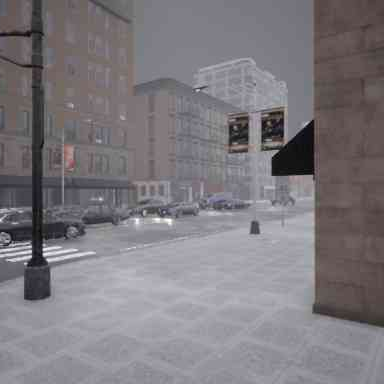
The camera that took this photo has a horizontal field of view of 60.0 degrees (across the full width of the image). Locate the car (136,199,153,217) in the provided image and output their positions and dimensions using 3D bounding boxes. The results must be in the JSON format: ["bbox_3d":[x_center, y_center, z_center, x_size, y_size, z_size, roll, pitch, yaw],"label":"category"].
[{"bbox_3d":[-3.967,1.416,30.542,1.837,1.490,4.892,0,0,35],"label":"car"}]

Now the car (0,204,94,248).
[{"bbox_3d":[-7.121,1.464,14.690,1.837,1.490,4.892,2,2,43],"label":"car"}]

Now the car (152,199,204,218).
[{"bbox_3d":[-1.115,1.467,28.961,1.994,1.385,4.181,0,0,35],"label":"car"}]

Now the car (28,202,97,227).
[{"bbox_3d":[-9.006,1.511,23.436,1.994,1.385,4.181,0,0,35],"label":"car"}]

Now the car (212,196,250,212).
[{"bbox_3d":[4.573,1.462,36.972,1.895,1.301,4.718,0,0,36],"label":"car"}]

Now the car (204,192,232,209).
[{"bbox_3d":[2.991,1.078,40.351,2.150,2.045,5.566,0,1,36],"label":"car"}]

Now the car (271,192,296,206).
[{"bbox_3d":[13.720,1.069,49.712,2.150,2.045,5.566,0,0,35],"label":"car"}]

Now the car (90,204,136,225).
[{"bbox_3d":[-6.449,1.489,21.417,2.033,1.411,5.357,0,0,35],"label":"car"}]
